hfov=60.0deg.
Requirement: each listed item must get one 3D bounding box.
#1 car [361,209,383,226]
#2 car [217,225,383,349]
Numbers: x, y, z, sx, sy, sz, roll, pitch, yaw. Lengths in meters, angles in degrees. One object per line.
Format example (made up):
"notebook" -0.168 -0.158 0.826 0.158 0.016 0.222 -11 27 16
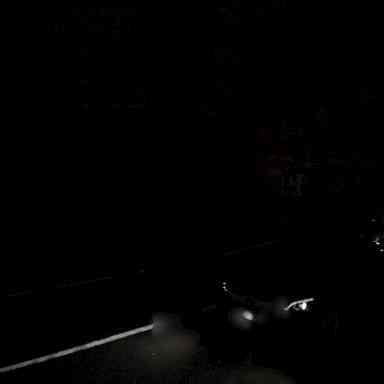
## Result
"car" 13.486 1.991 23.949 2.128 1.511 4.902 1 -2 19
"car" 2.491 1.583 6.592 4.674 1.442 1.812 1 -1 -45
